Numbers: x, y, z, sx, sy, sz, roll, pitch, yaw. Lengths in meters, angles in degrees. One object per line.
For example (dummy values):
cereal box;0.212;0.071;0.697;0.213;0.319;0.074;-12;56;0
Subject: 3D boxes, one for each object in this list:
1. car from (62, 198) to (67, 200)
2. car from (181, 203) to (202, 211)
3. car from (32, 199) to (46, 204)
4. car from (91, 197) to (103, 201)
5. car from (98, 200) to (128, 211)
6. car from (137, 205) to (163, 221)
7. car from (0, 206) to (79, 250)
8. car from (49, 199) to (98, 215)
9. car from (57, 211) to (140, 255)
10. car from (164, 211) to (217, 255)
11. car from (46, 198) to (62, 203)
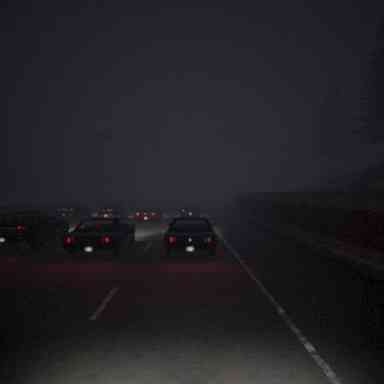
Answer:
car;-21.103;1.959;60.550;1.994;1.385;4.181;0;0;13
car;-0.051;1.730;31.156;1.812;1.442;4.674;0;0;2
car;-27.781;1.951;62.805;2.033;1.411;5.357;0;0;12
car;-17.581;1.746;60.309;2.097;1.767;4.553;0;0;13
car;-7.085;1.704;30.134;1.837;1.490;4.892;0;0;2
car;-3.632;1.789;28.668;1.895;1.301;4.718;0;0;1
car;-7.075;1.589;14.831;2.128;1.511;4.902;0;0;0
car;-10.591;1.689;30.032;2.128;1.511;4.902;0;0;2
car;-3.567;1.691;13.679;1.895;1.301;4.718;0;0;0
car;-0.067;1.692;13.720;1.895;1.301;4.718;0;0;0
car;-24.358;1.883;62.001;1.882;1.535;5.008;0;0;12
